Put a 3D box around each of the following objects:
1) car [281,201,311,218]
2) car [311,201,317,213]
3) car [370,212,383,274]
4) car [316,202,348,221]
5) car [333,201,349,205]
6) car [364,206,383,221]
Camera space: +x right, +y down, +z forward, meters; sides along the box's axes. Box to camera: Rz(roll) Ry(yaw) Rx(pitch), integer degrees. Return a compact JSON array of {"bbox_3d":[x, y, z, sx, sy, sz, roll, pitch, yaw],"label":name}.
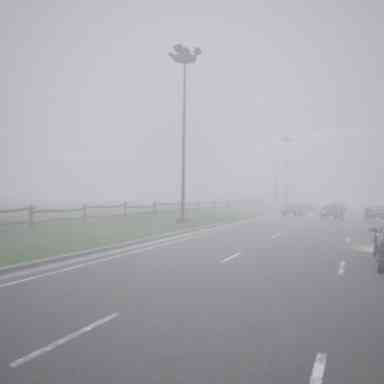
[{"bbox_3d":[10.146,1.798,32.734,1.895,1.301,4.718,1,0,27],"label":"car"},{"bbox_3d":[14.492,1.800,41.414,1.812,1.442,4.674,1,0,27],"label":"car"},{"bbox_3d":[6.774,1.614,10.384,1.837,1.490,4.892,1,-1,27],"label":"car"},{"bbox_3d":[12.708,1.830,30.036,1.895,1.301,4.718,1,0,27],"label":"car"},{"bbox_3d":[17.467,1.806,39.538,2.128,1.511,4.902,1,0,26],"label":"car"},{"bbox_3d":[16.438,1.883,29.666,1.895,1.301,4.718,1,0,27],"label":"car"}]
